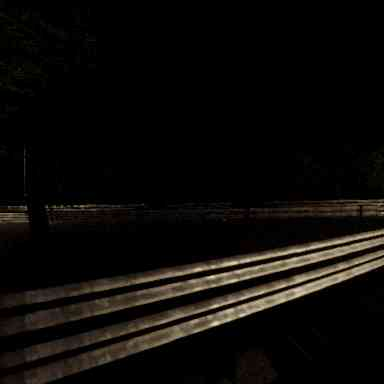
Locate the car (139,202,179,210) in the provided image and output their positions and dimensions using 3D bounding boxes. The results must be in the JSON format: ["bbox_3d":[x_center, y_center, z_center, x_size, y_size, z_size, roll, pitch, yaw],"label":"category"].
[{"bbox_3d":[-4.009,2.026,39.825,4.892,1.490,1.837,-1,0,2],"label":"car"}]

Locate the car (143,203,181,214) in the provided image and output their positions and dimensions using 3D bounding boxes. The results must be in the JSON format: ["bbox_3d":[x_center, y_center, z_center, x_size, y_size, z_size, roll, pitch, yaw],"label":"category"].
[{"bbox_3d":[-3.840,2.112,43.321,4.718,1.301,1.895,-1,0,2],"label":"car"}]

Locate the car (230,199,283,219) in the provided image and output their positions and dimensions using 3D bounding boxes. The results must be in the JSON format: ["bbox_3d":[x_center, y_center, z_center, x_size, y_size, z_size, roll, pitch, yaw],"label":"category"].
[{"bbox_3d":[6.905,1.778,35.896,5.566,2.045,2.150,-1,0,2],"label":"car"}]
